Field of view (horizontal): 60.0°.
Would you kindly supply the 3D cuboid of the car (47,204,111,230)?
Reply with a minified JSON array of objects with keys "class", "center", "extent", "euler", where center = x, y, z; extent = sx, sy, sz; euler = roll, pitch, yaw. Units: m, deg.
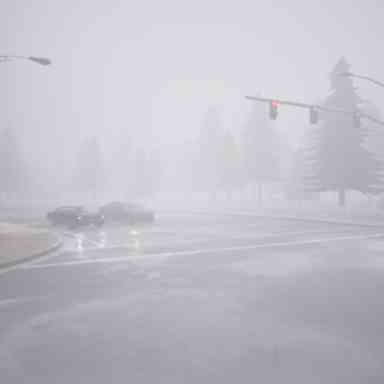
[{"class":"car","center":[-7.305,1.553,20.818],"extent":[1.895,1.301,4.718],"euler":[-1,0,-44]}]

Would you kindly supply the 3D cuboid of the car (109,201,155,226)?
[{"class":"car","center":[-4.602,1.401,22.979],"extent":[5.008,1.535,1.882],"euler":[0,0,45]}]
